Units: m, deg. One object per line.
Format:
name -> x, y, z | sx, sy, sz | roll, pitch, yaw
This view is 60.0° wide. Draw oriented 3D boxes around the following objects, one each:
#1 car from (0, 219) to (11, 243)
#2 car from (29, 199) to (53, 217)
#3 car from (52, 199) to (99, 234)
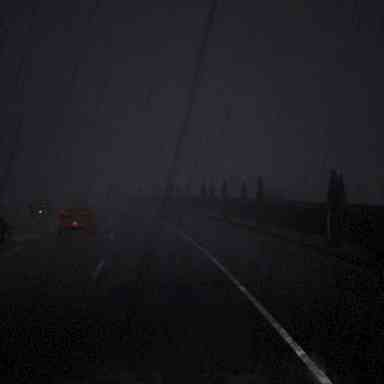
car -> -8.678, 1.513, 12.933 | 1.837, 1.490, 4.892 | -1, 0, -11
car -> -14.128, 1.448, 31.308 | 1.837, 1.490, 4.892 | -1, 0, -22
car -> -6.469, 1.418, 19.100 | 1.882, 1.535, 5.008 | -1, 0, -14
